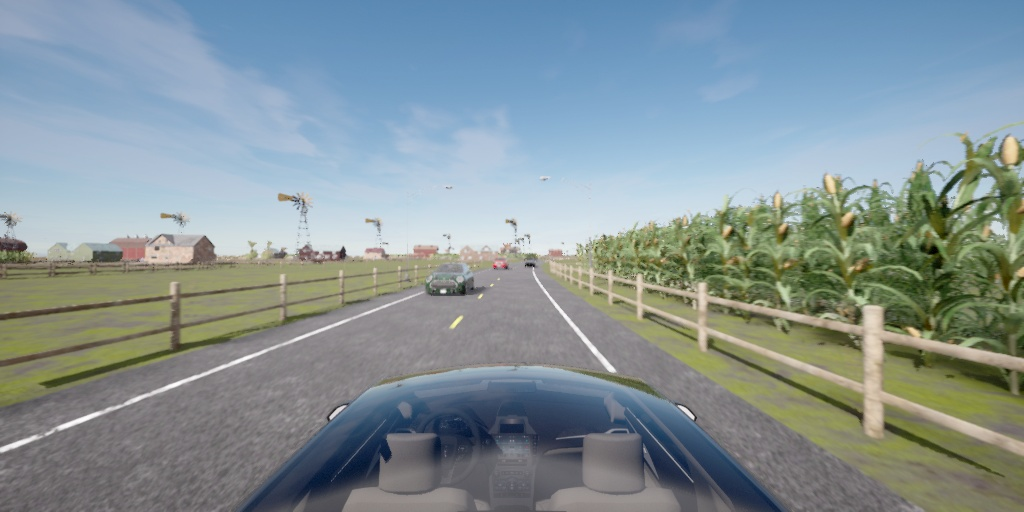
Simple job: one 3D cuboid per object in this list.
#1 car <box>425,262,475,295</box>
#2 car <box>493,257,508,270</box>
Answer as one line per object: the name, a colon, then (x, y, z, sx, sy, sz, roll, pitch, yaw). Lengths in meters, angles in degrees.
car: (-3.364, 1.173, 20.093, 2.097, 1.767, 4.553, 0, 0, 2)
car: (-1.824, 1.175, 58.395, 2.150, 2.045, 5.566, 0, 0, 4)
